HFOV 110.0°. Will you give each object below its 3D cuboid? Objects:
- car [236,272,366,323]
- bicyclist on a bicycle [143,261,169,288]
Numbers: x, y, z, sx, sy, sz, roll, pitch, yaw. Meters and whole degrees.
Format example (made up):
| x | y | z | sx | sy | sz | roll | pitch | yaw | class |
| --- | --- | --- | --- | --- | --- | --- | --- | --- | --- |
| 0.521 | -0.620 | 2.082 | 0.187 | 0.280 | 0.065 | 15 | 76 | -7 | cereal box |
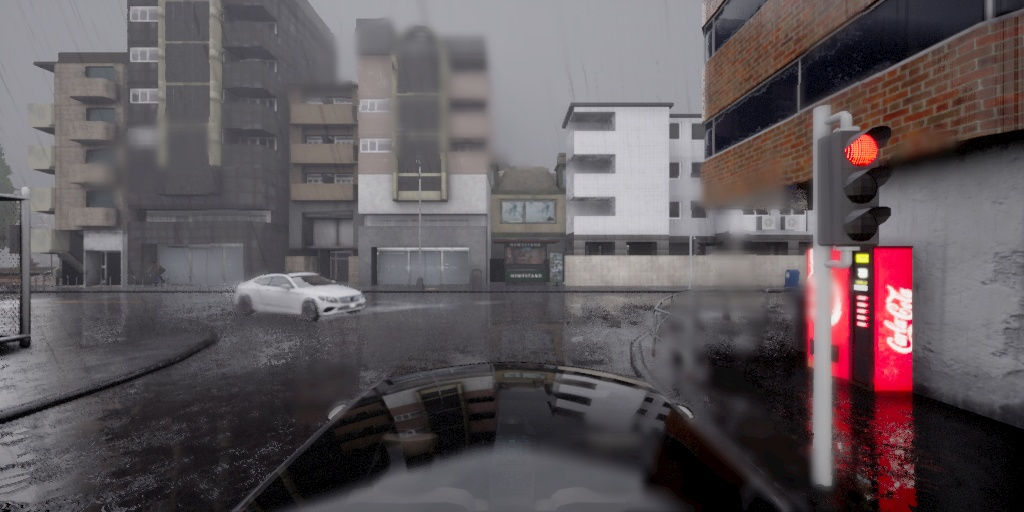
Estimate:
| x | y | z | sx | sy | sz | roll | pitch | yaw | class |
| --- | --- | --- | --- | --- | --- | --- | --- | --- | --- |
| -7.188 | 1.275 | 12.127 | 4.674 | 1.442 | 1.812 | 0 | 0 | 21 | car |
| -21.609 | 1.099 | 21.745 | 0.582 | 1.620 | 1.656 | 0 | 0 | 0 | bicyclist on a bicycle |
